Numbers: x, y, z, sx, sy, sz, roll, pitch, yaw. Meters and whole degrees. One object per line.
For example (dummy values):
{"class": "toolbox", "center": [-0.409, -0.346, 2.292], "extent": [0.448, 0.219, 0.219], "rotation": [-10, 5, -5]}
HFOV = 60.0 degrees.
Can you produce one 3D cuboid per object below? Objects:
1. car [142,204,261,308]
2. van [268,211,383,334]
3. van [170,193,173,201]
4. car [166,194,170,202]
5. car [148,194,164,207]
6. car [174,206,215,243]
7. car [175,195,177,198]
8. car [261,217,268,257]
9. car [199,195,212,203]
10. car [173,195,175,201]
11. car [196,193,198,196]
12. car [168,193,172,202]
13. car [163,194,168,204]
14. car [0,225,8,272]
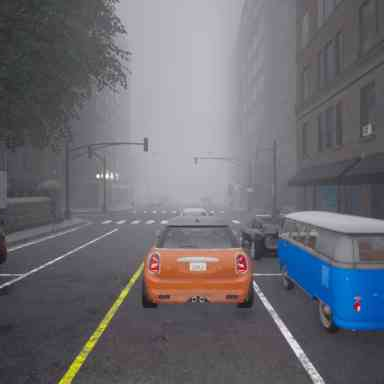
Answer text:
{"class": "car", "center": [0.105, 1.351, 8.074], "extent": [2.097, 1.767, 4.553], "rotation": [0, 0, 0]}
{"class": "van", "center": [2.858, 1.340, 6.520], "extent": [1.690, 1.788, 3.998], "rotation": [0, 0, 0]}
{"class": "van", "center": [-5.646, 1.312, 71.974], "extent": [1.690, 1.788, 3.998], "rotation": [0, 0, 0]}
{"class": "car", "center": [-5.649, 1.515, 61.073], "extent": [1.887, 1.381, 4.507], "rotation": [0, 0, 0]}
{"class": "car", "center": [-5.652, 1.498, 50.001], "extent": [1.752, 1.417, 4.829], "rotation": [0, 0, 0]}
{"class": "car", "center": [0.107, 1.521, 17.075], "extent": [1.812, 1.442, 4.674], "rotation": [0, 0, 0]}
{"class": "car", "center": [-5.642, 1.290, 82.876], "extent": [2.192, 1.841, 5.009], "rotation": [0, 0, 0]}
{"class": "car", "center": [2.860, 1.563, 12.180], "extent": [1.947, 1.339, 4.313], "rotation": [0, 0, 0]}
{"class": "car", "center": [2.877, 1.411, 66.557], "extent": [1.967, 1.590, 4.097], "rotation": [0, 0, 0]}
{"class": "car", "center": [-5.643, 1.524, 77.425], "extent": [2.008, 1.369, 4.403], "rotation": [0, 0, 0]}
{"class": "car", "center": [2.887, 1.508, 93.969], "extent": [1.752, 1.417, 4.829], "rotation": [0, 0, 0]}
{"class": "car", "center": [-5.647, 1.515, 66.524], "extent": [1.887, 1.381, 4.507], "rotation": [0, 0, 0]}
{"class": "car", "center": [-5.650, 1.522, 55.622], "extent": [2.008, 1.369, 4.403], "rotation": [0, 0, 0]}
{"class": "car", "center": [-5.667, 1.314, 6.482], "extent": [2.192, 1.841, 5.009], "rotation": [0, 0, 0]}
